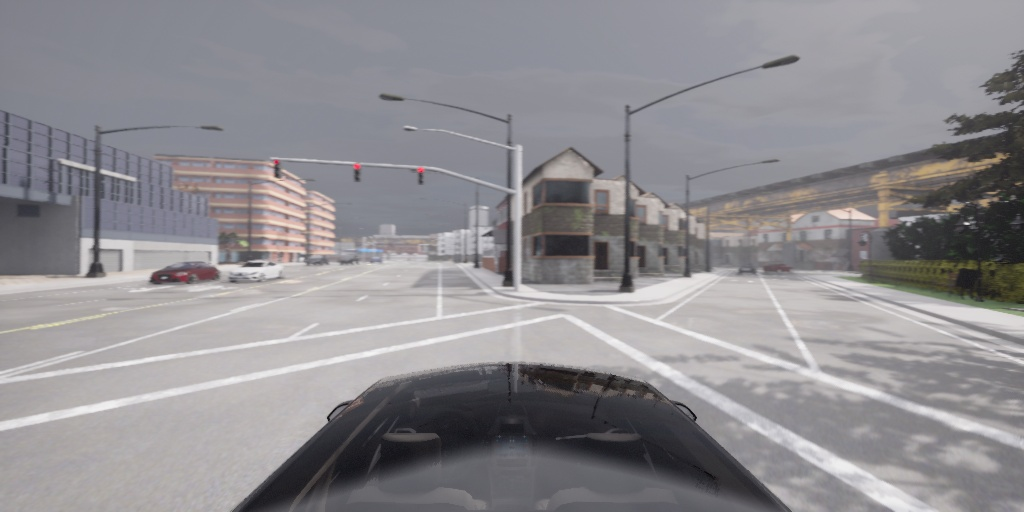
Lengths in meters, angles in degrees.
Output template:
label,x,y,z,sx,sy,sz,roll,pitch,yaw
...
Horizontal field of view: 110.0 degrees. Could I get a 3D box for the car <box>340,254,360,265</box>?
label,x,y,z,sx,sy,sz,roll,pitch,yaw
car,-22.614,0.536,50.159,1.837,1.490,4.892,0,0,-11

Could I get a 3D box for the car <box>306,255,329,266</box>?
label,x,y,z,sx,sy,sz,roll,pitch,yaw
car,-25.640,0.539,47.426,1.812,1.442,4.674,0,0,-12

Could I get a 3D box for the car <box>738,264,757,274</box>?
label,x,y,z,sx,sy,sz,roll,pitch,yaw
car,33.543,1.825,51.058,1.994,1.385,4.181,0,0,38

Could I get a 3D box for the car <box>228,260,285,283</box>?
label,x,y,z,sx,sy,sz,roll,pitch,yaw
car,-17.582,1.030,24.908,1.812,1.442,4.674,0,1,-11

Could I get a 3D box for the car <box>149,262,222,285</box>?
label,x,y,z,sx,sy,sz,roll,pitch,yaw
car,-20.768,1.060,22.988,1.994,1.385,4.181,0,1,-11
